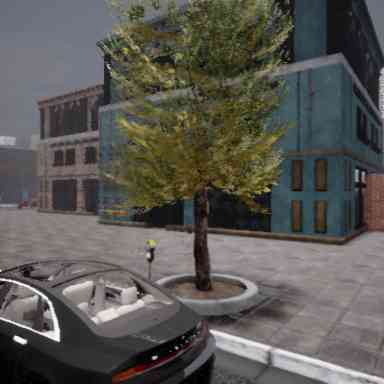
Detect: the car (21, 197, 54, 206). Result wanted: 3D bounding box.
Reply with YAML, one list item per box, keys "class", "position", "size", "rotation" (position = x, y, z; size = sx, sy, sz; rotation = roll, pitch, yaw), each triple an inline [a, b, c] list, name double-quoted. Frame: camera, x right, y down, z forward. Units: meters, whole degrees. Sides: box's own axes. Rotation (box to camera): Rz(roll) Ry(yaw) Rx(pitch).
- class: "car"
  position: [-26.379, 1.613, 56.980]
  size: [1.752, 1.417, 4.829]
  rotation: [0, 0, 35]

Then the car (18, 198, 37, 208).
- class: "car"
  position: [-22.553, 1.618, 47.753]
  size: [1.887, 1.381, 4.507]
  rotation: [0, 0, 35]

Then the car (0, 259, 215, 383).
- class: "car"
  position: [-1.812, 1.547, 4.164]
  size: [4.403, 1.369, 2.008]
  rotation: [0, 0, 35]
